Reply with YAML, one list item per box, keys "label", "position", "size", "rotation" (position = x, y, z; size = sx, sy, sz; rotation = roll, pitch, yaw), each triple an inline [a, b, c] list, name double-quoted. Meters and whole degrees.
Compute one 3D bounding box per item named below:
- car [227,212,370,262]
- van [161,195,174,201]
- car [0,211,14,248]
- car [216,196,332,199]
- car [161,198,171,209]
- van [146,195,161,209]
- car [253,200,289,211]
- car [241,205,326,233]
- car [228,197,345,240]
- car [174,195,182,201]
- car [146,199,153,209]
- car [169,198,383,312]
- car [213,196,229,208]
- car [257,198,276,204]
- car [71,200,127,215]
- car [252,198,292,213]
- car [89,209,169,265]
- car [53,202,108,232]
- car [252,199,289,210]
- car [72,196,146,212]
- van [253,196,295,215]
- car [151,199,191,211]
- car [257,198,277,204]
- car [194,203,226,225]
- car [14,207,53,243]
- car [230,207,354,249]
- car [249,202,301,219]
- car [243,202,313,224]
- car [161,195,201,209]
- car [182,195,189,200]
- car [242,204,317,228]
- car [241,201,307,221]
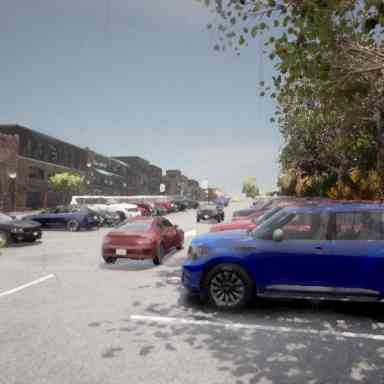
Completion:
- label: "car"
  position: [3.751, 1.558, 12.332]
  size: [4.674, 1.452, 2.002]
  rotation: [0, 0, 12]
- label: "van"
  position: [-4.623, 1.413, 36.665]
  size: [4.442, 1.987, 1.878]
  rotation: [0, 0, 12]
- label: "car"
  position: [-9.509, 1.496, 11.913]
  size: [5.366, 1.575, 1.946]
  rotation: [0, 0, 12]
- label: "car"
  position: [3.129, 1.256, 9.492]
  size: [5.566, 2.045, 2.435]
  rotation: [0, 0, 12]
- label: "car"
  position: [-5.093, 1.623, 33.897]
  size: [4.892, 1.521, 2.231]
  rotation: [0, 0, 12]
- label: "van"
  position: [-5.549, 1.378, 31.131]
  size: [4.442, 1.987, 1.878]
  rotation: [0, 0, 12]
- label: "car"
  position: [10.605, 1.774, 44.910]
  size: [4.674, 1.452, 2.002]
  rotation: [0, -1, 12]
- label: "car"
  position: [5.471, 1.589, 20.380]
  size: [4.792, 1.488, 2.163]
  rotation: [0, 0, 12]
- label: "car"
  position: [4.844, 1.293, 17.670]
  size: [5.566, 2.045, 2.435]
  rotation: [0, 0, 12]
- label: "car"
  position: [-3.963, 1.531, 39.391]
  size: [4.553, 1.767, 2.185]
  rotation: [0, 0, 12]
- label: "car"
  position: [-6.244, 1.586, 28.411]
  size: [5.008, 1.535, 2.097]
  rotation: [0, 0, 12]
- label: "car"
  position: [2.583, 1.248, 6.887]
  size: [5.566, 2.045, 2.435]
  rotation: [0, 0, 12]
- label: "car"
  position: [5.345, 1.759, 60.313]
  size: [2.150, 2.045, 5.566]
  rotation: [0, -1, 12]
- label: "car"
  position: [19.563, 2.382, 87.231]
  size: [4.892, 1.521, 2.231]
  rotation: [0, -1, 12]
- label: "car"
  position: [-7.395, 1.552, 22.919]
  size: [4.892, 1.521, 2.231]
  rotation: [0, 0, 12]
- label: "car"
  position: [9.422, 1.560, 39.471]
  size: [4.553, 1.767, 2.185]
  rotation: [0, 0, 12]
- label: "car"
  position: [-1.558, 1.563, 11.778]
  size: [1.812, 1.442, 4.674]
  rotation: [0, 0, 12]
- label: "car"
  position: [-7.993, 1.565, 20.186]
  size: [4.792, 1.488, 2.163]
  rotation: [0, 0, 12]
- label: "car"
  position: [11.184, 1.762, 47.637]
  size: [5.008, 1.535, 2.097]
  rotation: [0, -1, 12]
- label: "car"
  position: [-6.786, 1.317, 25.661]
  size: [5.566, 2.045, 2.435]
  rotation: [0, 0, 12]
- label: "van"
  position: [8.992, 1.439, 36.720]
  size: [4.442, 1.987, 1.878]
  rotation: [0, 0, 12]
- label: "car"
  position: [-2.769, 1.701, 44.868]
  size: [4.892, 1.521, 2.231]
  rotation: [0, 0, 12]
- label: "car"
  position: [18.896, 2.329, 84.027]
  size: [5.008, 1.535, 2.097]
  rotation: [0, -1, 12]
- label: "car"
  position: [1.526, 1.643, 26.484]
  size: [1.812, 1.442, 4.674]
  rotation: [0, 0, 12]
- label: "car"
  position: [-9.121, 1.508, 14.693]
  size: [5.008, 1.535, 2.097]
  rotation: [0, 0, 12]
- label: "car"
  position: [4.294, 1.531, 14.936]
  size: [5.008, 1.535, 2.097]
  rotation: [0, 0, 12]
- label: "car"
  position: [7.729, 1.670, 31.290]
  size: [4.674, 1.452, 2.002]
  rotation: [0, 0, 12]
- label: "car"
  position: [6.581, 1.595, 25.839]
  size: [5.008, 1.535, 2.097]
  rotation: [0, 0, 12]
- label: "car"
  position: [-1.587, 1.504, 50.348]
  size: [5.566, 2.045, 2.435]
  rotation: [0, -1, 12]
- label: "car"
  position: [-3.326, 1.427, 42.120]
  size: [5.566, 2.045, 2.435]
  rotation: [0, 0, 12]
- label: "car"
  position: [5.986, 1.607, 23.118]
  size: [4.792, 1.488, 2.163]
  rotation: [0, 0, 12]
- label: "car"
  position: [6.977, 1.609, 28.603]
  size: [5.366, 1.575, 1.946]
  rotation: [0, 0, 12]
